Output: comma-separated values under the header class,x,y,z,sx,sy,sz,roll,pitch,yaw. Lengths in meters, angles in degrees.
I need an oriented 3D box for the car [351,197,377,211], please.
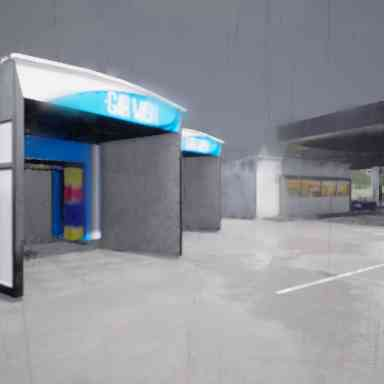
class,x,y,z,sx,sy,sz,roll,pitch,yaw
car,19.772,1.429,39.189,4.611,1.667,2.242,0,0,-36
